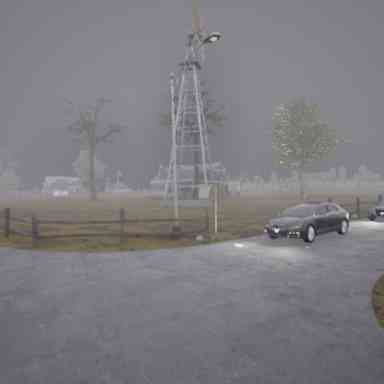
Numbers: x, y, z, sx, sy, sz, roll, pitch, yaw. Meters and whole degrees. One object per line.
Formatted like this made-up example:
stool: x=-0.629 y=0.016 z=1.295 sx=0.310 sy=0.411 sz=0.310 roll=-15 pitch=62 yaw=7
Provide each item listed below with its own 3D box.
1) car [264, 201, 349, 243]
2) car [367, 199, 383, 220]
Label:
car: x=5.099 y=1.207 z=14.501 sx=4.892 sy=1.490 sz=1.837 roll=-2 pitch=0 yaw=-41
car: x=12.736 y=1.039 z=20.861 sx=4.181 sy=1.385 sz=1.994 roll=-2 pitch=0 yaw=-40
